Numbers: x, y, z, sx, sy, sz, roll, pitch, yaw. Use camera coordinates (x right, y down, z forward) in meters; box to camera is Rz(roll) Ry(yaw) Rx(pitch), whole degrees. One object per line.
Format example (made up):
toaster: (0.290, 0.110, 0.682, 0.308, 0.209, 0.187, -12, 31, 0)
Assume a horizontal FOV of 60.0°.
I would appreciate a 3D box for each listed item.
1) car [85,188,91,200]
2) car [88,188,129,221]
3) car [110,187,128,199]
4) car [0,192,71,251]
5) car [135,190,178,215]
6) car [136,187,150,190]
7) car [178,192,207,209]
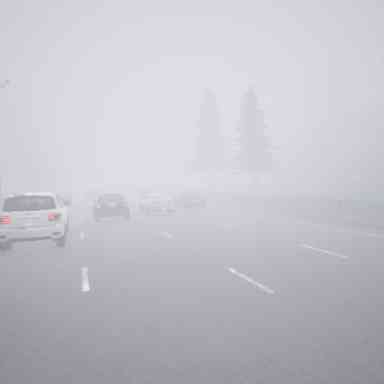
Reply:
car: (-13.520, 0.241, 45.363, 2.128, 1.511, 4.902, -2, 3, -19)
car: (-5.523, 0.829, 22.132, 2.097, 1.767, 4.553, -2, 2, -19)
car: (-10.365, 0.122, 46.946, 1.812, 1.442, 4.674, -2, 3, -19)
car: (-6.301, 1.010, 13.630, 2.150, 2.045, 5.566, -2, 2, -19)
car: (-2.752, 0.826, 24.850, 1.812, 1.442, 4.674, -2, 2, -19)
car: (-6.976, 0.034, 47.851, 1.994, 1.385, 4.181, -2, 3, -19)
car: (-0.292, 0.663, 28.451, 1.994, 1.385, 4.181, -2, 2, -19)
